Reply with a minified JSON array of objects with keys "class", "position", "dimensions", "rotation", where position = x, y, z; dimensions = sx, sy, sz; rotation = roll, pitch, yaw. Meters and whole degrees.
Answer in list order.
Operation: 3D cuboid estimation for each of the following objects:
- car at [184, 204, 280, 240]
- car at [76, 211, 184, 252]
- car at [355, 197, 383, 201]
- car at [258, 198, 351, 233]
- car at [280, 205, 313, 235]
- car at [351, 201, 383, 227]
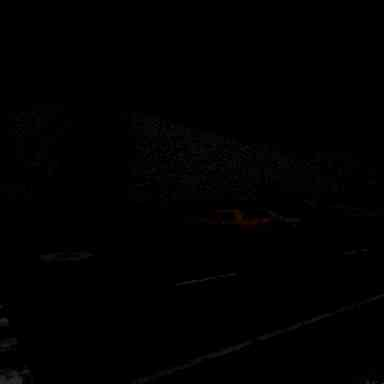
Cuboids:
[{"class":"car","position":[1.695,1.602,17.990],"dimensions":[5.366,1.575,1.946],"rotation":[-1,-1,35]},{"class":"car","position":[-3.015,1.577,14.392],"dimensions":[4.792,1.488,2.163],"rotation":[-1,-1,34]},{"class":"car","position":[14.056,1.424,26.620],"dimensions":[5.566,2.045,2.435],"rotation":[-1,-1,35]},{"class":"car","position":[6.771,1.397,21.368],"dimensions":[5.566,2.045,2.435],"rotation":[-1,-1,35]},{"class":"car","position":[4.295,1.666,19.636],"dimensions":[4.674,1.452,2.002],"rotation":[-1,-1,34]},{"class":"car","position":[11.788,1.665,24.758],"dimensions":[5.366,1.575,1.946],"rotation":[-1,-1,34]}]
